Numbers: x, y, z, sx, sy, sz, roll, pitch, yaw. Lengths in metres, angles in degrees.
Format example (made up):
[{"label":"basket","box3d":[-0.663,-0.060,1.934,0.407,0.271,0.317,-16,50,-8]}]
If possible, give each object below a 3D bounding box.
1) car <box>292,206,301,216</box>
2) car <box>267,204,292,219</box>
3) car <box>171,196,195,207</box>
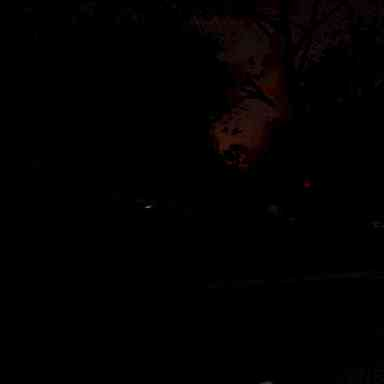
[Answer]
[{"label":"car","box3d":[9.700,1.635,29.899,4.718,1.301,1.895,1,0,38]},{"label":"car","box3d":[5.763,1.340,28.667,4.553,1.767,2.097,1,0,39]},{"label":"car","box3d":[-1.287,1.397,49.099,2.128,1.511,4.902,1,-1,29]}]
